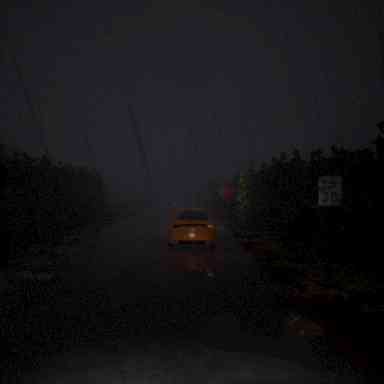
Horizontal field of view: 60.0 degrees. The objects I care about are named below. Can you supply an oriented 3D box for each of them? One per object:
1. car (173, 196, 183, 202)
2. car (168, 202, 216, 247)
[{"bbox_3d":[-3.100,1.625,73.322,1.812,1.442,4.674,0,0,0],"label":"car"},{"bbox_3d":[0.000,1.413,14.642,1.882,1.535,5.008,0,1,0],"label":"car"}]
